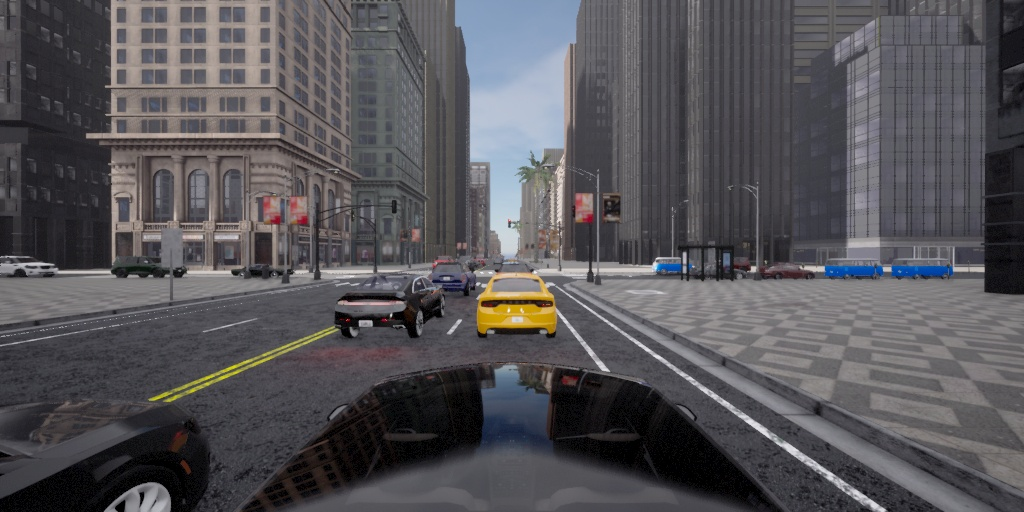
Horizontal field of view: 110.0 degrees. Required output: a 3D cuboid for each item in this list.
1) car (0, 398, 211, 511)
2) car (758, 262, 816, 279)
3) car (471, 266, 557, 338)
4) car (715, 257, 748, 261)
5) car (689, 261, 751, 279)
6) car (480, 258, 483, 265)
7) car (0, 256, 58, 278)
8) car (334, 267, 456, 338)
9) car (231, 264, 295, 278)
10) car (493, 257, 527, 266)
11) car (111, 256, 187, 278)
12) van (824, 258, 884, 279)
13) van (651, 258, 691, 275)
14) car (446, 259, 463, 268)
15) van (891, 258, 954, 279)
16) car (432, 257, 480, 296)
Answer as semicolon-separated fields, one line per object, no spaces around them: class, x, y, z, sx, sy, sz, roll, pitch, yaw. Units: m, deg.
car;-3.151;1.255;0.635;1.837;1.490;4.892;0;0;0
car;22.785;1.326;29.856;4.207;1.307;1.802;0;0;0
car;0.109;1.227;10.241;1.882;1.535;5.008;0;0;0
car;22.791;1.035;38.381;5.009;1.841;2.192;0;0;0
car;17.107;1.299;29.861;4.403;1.370;2.007;0;0;0
car;-6.505;1.354;60.315;1.895;1.301;4.718;0;0;0
car;-45.255;1.021;32.757;5.566;2.045;2.150;0;0;0
car;-3.140;1.241;10.151;2.128;1.511;4.902;0;0;0
car;-22.548;1.375;32.610;4.718;1.301;1.895;0;0;0
car;0.123;1.102;19.315;2.097;1.767;4.553;0;0;0
car;-33.021;1.007;32.677;5.566;2.045;2.150;0;0;0
van;28.463;1.082;29.850;3.998;1.789;1.690;0;0;0
van;17.114;1.065;38.386;3.998;1.789;1.690;0;0;0
car;-9.744;1.244;61.170;2.128;1.511;4.902;0;0;1
van;34.139;1.080;29.845;3.998;1.789;1.690;0;0;0
car;-3.127;1.102;19.290;2.097;1.767;4.553;0;0;0
